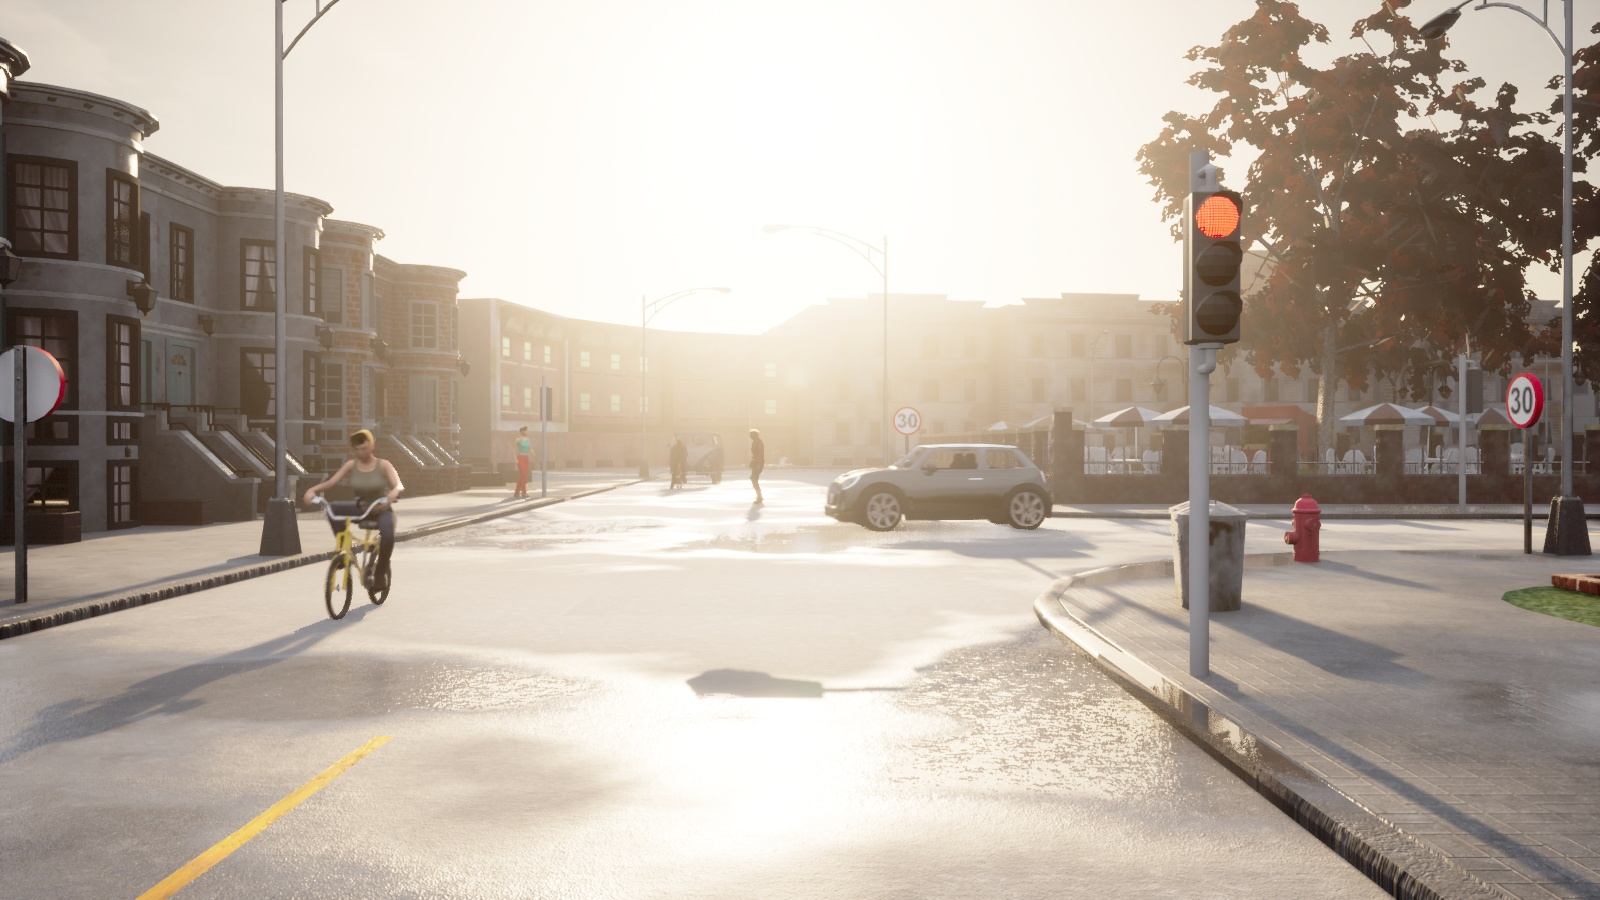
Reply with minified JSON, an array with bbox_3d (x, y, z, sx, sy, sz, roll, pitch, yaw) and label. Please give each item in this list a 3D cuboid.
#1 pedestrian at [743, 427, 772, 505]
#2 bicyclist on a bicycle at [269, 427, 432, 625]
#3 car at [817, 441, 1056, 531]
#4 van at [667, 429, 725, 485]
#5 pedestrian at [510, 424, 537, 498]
[{"bbox_3d":[-1.015,0.373,29.871,0.636,1.846,0.331,0,0,-18],"label":"pedestrian"},{"bbox_3d":[-3.894,0.618,11.015,0.866,1.612,1.509,0,0,1],"label":"bicyclist on a bicycle"},{"bbox_3d":[2.322,0.590,21.987,3.806,1.475,1.970,0,0,-8],"label":"car"},{"bbox_3d":[-3.846,0.230,47.095,1.775,1.987,4.442,0,0,0],"label":"van"},{"bbox_3d":[-6.891,0.274,31.322,0.594,1.836,0.345,0,0,34],"label":"pedestrian"}]
